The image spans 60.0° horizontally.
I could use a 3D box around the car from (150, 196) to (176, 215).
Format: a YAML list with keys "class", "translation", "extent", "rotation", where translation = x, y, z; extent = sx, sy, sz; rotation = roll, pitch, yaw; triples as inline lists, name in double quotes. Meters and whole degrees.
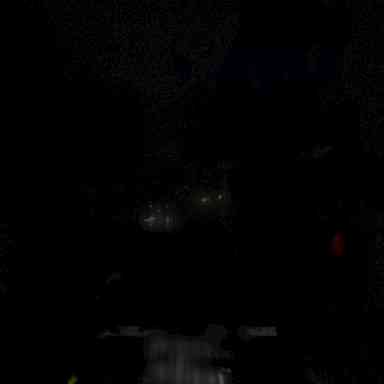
- class: "car"
  translation: [-2.757, 1.374, 30.958]
  extent: [1.895, 1.301, 4.718]
  rotation: [0, 1, 0]

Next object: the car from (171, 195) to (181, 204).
- class: "car"
  translation: [-2.757, 1.137, 54.411]
  extent: [2.033, 1.411, 5.357]
  rotation: [0, 0, 0]
